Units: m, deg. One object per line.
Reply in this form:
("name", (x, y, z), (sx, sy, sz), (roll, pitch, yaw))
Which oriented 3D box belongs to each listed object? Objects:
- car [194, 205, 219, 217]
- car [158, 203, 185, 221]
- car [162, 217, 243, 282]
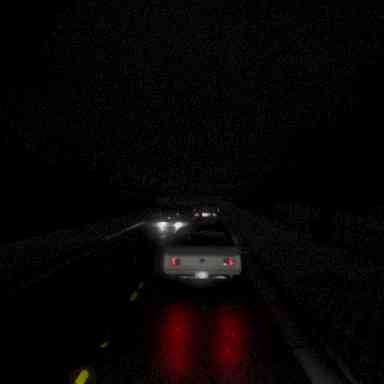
("car", (1.126, 1.673, 25.795), (2.033, 1.411, 5.357), (0, 0, 4))
("car", (-1.641, 1.693, 28.783), (2.033, 1.411, 5.357), (0, 0, 3))
("car", (0.330, 1.643, 9.903), (1.895, 1.301, 4.718), (0, 0, 2))
